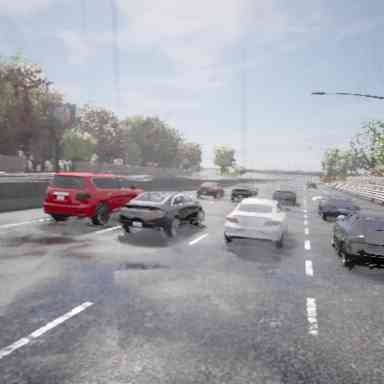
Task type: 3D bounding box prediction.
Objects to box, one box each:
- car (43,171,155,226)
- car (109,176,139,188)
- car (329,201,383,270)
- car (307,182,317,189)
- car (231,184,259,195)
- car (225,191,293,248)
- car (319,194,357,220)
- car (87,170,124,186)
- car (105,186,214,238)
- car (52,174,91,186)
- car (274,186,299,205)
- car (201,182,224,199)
[{"bbox_3d":[-3.959,0.203,14.722,2.150,2.045,5.566,4,3,18],"label":"car"},{"bbox_3d":[-8.960,-1.353,44.348,1.812,1.442,4.674,4,3,19],"label":"car"},{"bbox_3d":[5.207,1.231,9.471,1.994,1.385,4.181,4,3,18],"label":"car"},{"bbox_3d":[28.455,-1.619,78.683,1.837,1.490,4.892,4,3,18],"label":"car"},{"bbox_3d":[4.798,0.019,29.869,1.837,1.490,4.892,4,3,18],"label":"car"},{"bbox_3d":[2.438,0.940,11.878,1.812,1.442,4.674,4,3,18],"label":"car"},{"bbox_3d":[8.512,0.824,19.315,1.994,1.385,4.181,4,3,18],"label":"car"},{"bbox_3d":[-11.942,-1.894,46.374,2.150,2.045,5.566,4,3,19],"label":"car"},{"bbox_3d":[-0.941,0.710,12.789,2.128,1.511,4.902,4,3,18],"label":"car"},{"bbox_3d":[-16.119,-1.674,45.004,2.033,1.411,5.357,4,3,19],"label":"car"},{"bbox_3d":[8.093,0.212,28.701,2.128,1.511,4.902,4,3,18],"label":"car"},{"bbox_3d":[1.833,-0.207,32.028,1.812,1.442,4.674,4,3,18],"label":"car"}]
